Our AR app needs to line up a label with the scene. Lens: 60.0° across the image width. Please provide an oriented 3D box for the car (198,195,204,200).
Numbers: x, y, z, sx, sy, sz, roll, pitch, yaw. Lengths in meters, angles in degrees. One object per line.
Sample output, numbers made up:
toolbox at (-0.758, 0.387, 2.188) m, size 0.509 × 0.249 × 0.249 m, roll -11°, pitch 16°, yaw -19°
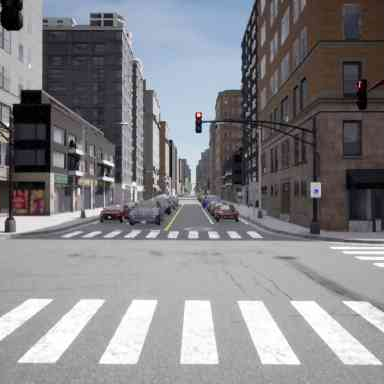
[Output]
car at (2.514, 1.566, 94.238) m, size 1.752 × 1.417 × 4.829 m, roll 1°, pitch 0°, yaw 0°

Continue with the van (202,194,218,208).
van at (2.604, 1.353, 43.008) m, size 1.690 × 1.788 × 3.998 m, roll 1°, pitch 0°, yaw 0°

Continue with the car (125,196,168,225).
car at (-3.138, 1.357, 23.687) m, size 2.097 × 1.767 × 4.553 m, roll 0°, pitch 0°, yaw 0°

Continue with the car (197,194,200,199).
car at (2.552, 1.594, 71.374) m, size 1.947 × 1.339 × 4.313 m, roll 1°, pitch 0°, yaw 0°

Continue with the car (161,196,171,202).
car at (-5.983, 1.582, 77.038) m, size 2.008 × 1.369 × 4.403 m, roll 1°, pitch 0°, yaw 0°

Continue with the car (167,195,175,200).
car at (-6.012, 1.586, 94.056) m, size 1.887 × 1.381 × 4.507 m, roll 1°, pitch 0°, yaw 0°

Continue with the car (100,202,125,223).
car at (-5.894, 1.551, 25.982) m, size 1.887 × 1.381 × 4.507 m, roll 1°, pitch 0°, yaw 0°

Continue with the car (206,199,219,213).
car at (2.621, 1.590, 31.661) m, size 1.802 × 1.307 × 4.206 m, roll 1°, pitch 0°, yaw 0°

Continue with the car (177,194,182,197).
car at (-3.146, 1.509, 54.077) m, size 2.128 × 1.511 × 4.902 m, roll 0°, pitch 0°, yaw 0°

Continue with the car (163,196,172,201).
car at (-5.993, 1.601, 82.711) m, size 1.947 × 1.339 × 4.313 m, roll 1°, pitch 0°, yaw 0°

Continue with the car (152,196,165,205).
car at (-5.952, 1.461, 60.019) m, size 1.967 × 1.590 × 4.097 m, roll 1°, pitch 0°, yaw 0°

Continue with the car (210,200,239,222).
car at (2.631, 1.588, 25.988) m, size 1.802 × 1.307 × 4.206 m, roll 1°, pitch 0°, yaw 0°

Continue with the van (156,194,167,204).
van at (-5.961, 1.366, 65.692) m, size 1.690 × 1.788 × 3.998 m, roll 1°, pitch 0°, yaw 0°

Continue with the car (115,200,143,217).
car at (-5.904, 1.552, 31.655) m, size 1.887 × 1.381 × 4.507 m, roll 1°, pitch 0°, yaw 0°

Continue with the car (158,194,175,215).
car at (-3.156, 1.360, 33.897) m, size 2.097 × 1.767 × 4.553 m, roll 0°, pitch 0°, yaw 0°

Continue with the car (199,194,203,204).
car at (2.595, 1.330, 48.681) m, size 2.192 × 1.841 × 5.009 m, roll 1°, pitch 0°, yaw 0°

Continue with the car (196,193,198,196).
car at (2.535, 1.350, 82.722) m, size 2.192 × 1.841 × 5.009 m, roll 1°, pitch 0°, yaw 0°

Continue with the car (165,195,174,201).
car at (-6.003, 1.604, 88.384) m, size 1.947 × 1.339 × 4.313 m, roll 1°, pitch 0°, yaw 0°

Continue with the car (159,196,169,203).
car at (-5.973, 1.610, 71.365) m, size 1.802 × 1.307 × 4.206 m, roll 1°, pitch 0°, yaw 0°

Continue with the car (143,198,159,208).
car at (-5.934, 1.597, 48.674) m, size 1.802 × 1.307 × 4.206 m, roll 1°, pitch 0°, yaw 0°

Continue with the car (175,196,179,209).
car at (-3.159, 1.576, 43.844) m, size 1.994 × 1.385 × 4.181 m, roll 0°, pitch 0°, yaw 1°

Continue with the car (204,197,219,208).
car at (2.611, 1.592, 37.335) m, size 1.802 × 1.307 × 4.206 m, roll 1°, pitch 0°, yaw 0°
